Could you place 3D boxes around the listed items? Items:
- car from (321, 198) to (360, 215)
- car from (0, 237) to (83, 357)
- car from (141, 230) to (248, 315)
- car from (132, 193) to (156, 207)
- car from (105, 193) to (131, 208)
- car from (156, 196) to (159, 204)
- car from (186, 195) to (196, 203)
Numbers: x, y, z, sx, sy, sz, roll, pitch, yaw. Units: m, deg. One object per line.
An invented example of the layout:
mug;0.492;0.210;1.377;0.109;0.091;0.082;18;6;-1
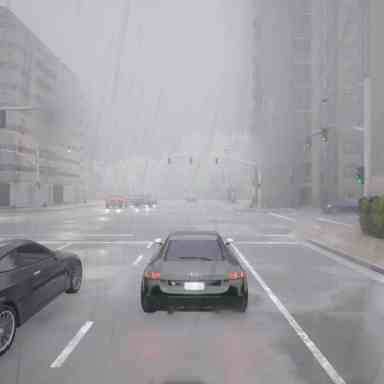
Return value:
car;15.514;1.352;33.689;4.553;1.767;2.097;0;0;1
car;-3.460;1.526;5.848;1.812;1.442;4.674;0;0;0
car;0.049;1.564;7.650;1.994;1.385;4.181;0;0;0
car;-7.203;1.221;50.638;2.150;2.045;5.566;0;0;0
car;-10.698;1.221;47.506;2.150;2.045;5.566;0;0;0
car;-7.193;1.491;60.662;2.128;1.511;4.902;0;0;0
car;-0.150;1.355;72.566;2.097;1.767;4.553;0;0;0
